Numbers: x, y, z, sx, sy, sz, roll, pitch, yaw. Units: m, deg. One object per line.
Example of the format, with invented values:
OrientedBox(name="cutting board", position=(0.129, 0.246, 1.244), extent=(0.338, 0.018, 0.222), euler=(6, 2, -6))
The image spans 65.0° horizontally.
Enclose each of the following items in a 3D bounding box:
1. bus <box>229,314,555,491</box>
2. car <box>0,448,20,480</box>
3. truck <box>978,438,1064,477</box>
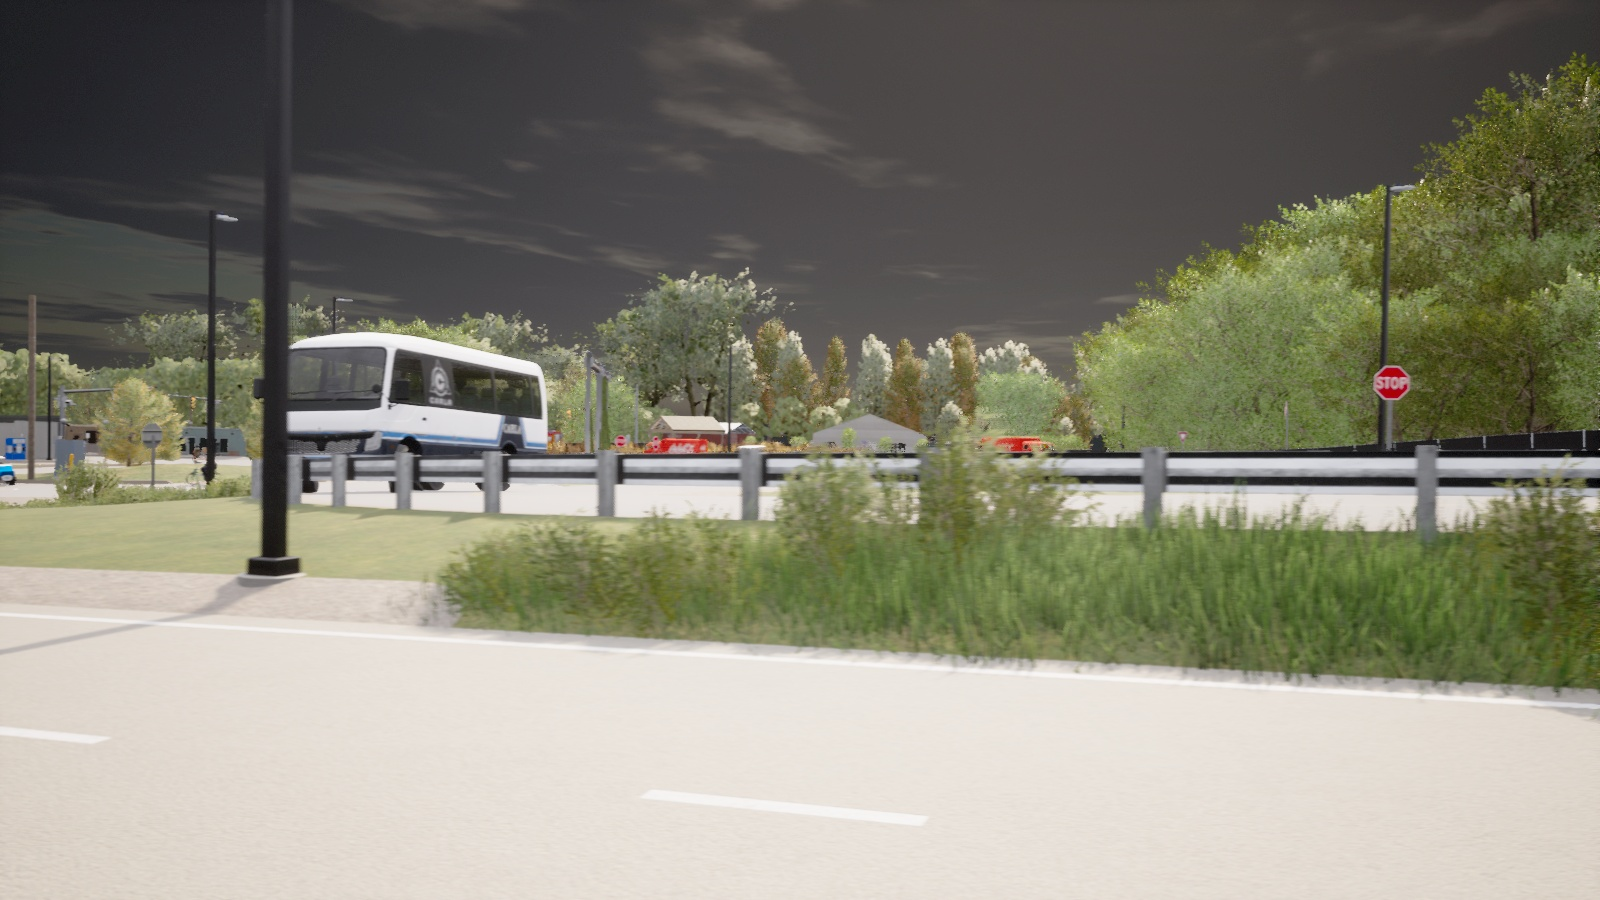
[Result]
OrientedBox(name="bus", position=(-10.954, -1.013, 35.568), extent=(3.944, 4.253, 10.273), euler=(0, -2, 13))
OrientedBox(name="car", position=(-36.156, 0.619, 55.791), extent=(2.207, 1.376, 1.481), euler=(1, 1, 18))
OrientedBox(name="truck", position=(14.740, 0.470, 83.988), extent=(2.627, 2.467, 5.204), euler=(2, 0, -37))
